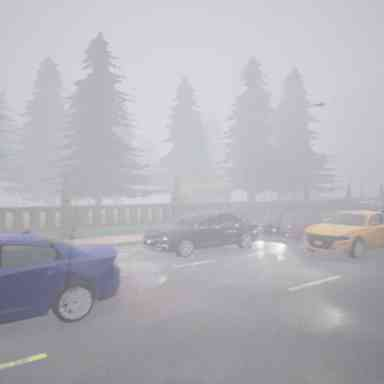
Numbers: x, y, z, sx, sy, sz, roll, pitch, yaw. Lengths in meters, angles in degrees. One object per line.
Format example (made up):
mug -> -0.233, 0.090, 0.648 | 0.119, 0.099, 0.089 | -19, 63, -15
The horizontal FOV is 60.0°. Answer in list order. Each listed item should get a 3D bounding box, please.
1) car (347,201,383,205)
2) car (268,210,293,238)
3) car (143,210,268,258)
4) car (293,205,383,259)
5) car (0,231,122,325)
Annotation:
car -> 9.931, 1.322, 19.553 | 4.553, 1.767, 2.097 | 0, 0, -36
car -> 5.355, 1.546, 16.288 | 4.181, 1.385, 1.994 | 0, 0, -36
car -> 0.480, 1.495, 12.898 | 4.892, 1.490, 1.837 | 0, 0, -35
car -> 6.336, 1.459, 12.738 | 5.008, 1.535, 1.882 | 0, 0, -35
car -> -3.707, 1.478, 5.638 | 5.008, 1.535, 1.882 | 0, 0, -35
